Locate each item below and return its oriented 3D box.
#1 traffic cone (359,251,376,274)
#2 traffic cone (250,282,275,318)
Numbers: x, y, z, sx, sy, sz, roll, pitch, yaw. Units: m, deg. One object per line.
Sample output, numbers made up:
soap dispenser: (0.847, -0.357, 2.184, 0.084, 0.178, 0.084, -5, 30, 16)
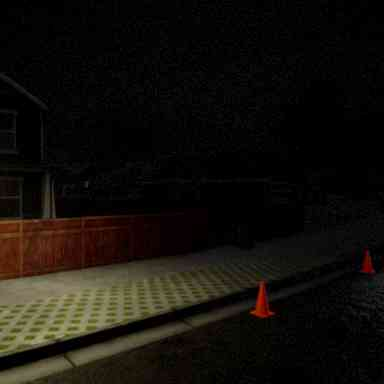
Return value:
traffic cone: (4.932, 1.951, 9.356, 0.340, 0.580, 0.340, 0, 0, -43)
traffic cone: (1.302, 1.953, 6.145, 0.340, 0.580, 0.340, 0, 0, -40)
